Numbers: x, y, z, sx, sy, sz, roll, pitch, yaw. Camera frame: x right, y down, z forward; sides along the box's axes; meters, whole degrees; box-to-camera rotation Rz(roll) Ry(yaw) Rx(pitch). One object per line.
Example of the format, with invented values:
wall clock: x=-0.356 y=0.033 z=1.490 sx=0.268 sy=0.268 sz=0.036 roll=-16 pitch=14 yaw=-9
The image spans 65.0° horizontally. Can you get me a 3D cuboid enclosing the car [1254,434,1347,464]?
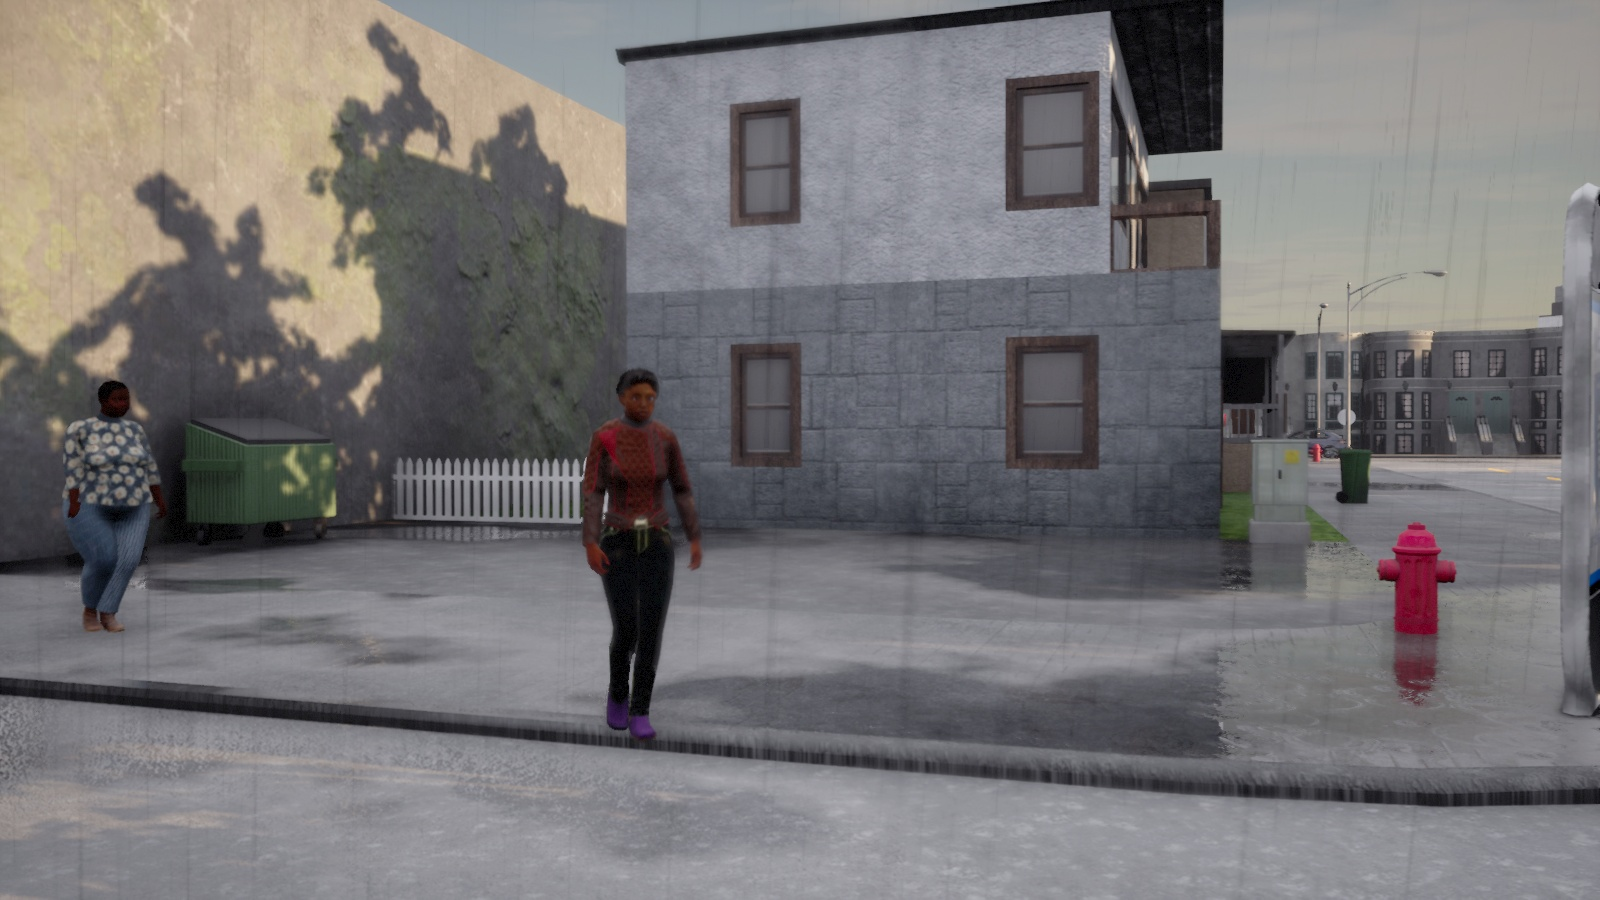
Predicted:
car: x=25.606 y=-0.088 z=64.244 sx=4.193 sy=1.474 sz=1.816 roll=1 pitch=1 yaw=30

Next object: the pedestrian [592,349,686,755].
pedestrian: x=-0.787 y=0.450 z=6.035 sx=0.328 sy=1.805 sz=0.869 roll=0 pitch=1 yaw=-15

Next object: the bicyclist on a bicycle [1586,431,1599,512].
bicyclist on a bicycle: x=16.419 y=0.432 z=25.080 sx=0.866 sy=1.612 sz=1.509 roll=1 pitch=1 yaw=18

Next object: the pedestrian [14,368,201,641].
pedestrian: x=-5.030 y=0.360 z=9.135 sx=0.900 sy=1.855 sz=0.874 roll=1 pitch=1 yaw=34
